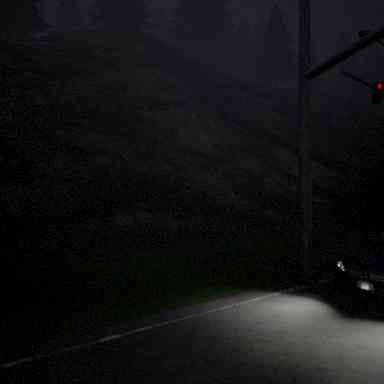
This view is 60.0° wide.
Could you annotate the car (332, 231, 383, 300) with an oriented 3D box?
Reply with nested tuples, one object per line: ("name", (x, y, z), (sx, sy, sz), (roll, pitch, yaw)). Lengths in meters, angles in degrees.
("car", (5.192, 1.519, 7.675), (4.674, 1.442, 1.812), (0, 0, -35))
